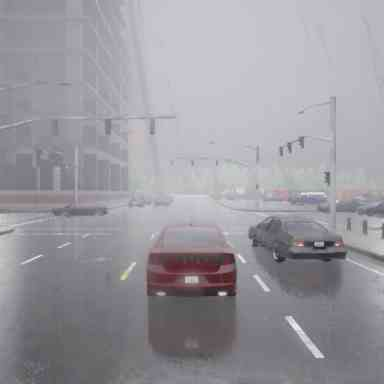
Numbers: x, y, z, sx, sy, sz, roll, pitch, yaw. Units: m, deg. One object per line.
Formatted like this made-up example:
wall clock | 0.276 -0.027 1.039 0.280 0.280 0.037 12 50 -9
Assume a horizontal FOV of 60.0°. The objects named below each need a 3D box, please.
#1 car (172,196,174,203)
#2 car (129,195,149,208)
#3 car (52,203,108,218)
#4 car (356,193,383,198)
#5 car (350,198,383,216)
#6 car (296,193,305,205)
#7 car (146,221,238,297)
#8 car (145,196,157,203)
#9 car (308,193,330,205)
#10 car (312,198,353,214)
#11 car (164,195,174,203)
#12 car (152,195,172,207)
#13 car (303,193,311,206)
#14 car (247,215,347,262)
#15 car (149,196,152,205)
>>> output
car | -4.743 1.547 61.166 2.033 1.411 5.357 0 0 0
car | -8.080 1.491 48.901 2.128 1.511 4.902 0 0 -1
car | -9.934 1.630 29.824 4.718 1.301 1.895 0 0 -16
car | 39.038 1.209 72.549 4.605 1.855 1.932 0 0 -1
car | 18.386 1.581 32.277 4.674 1.442 1.812 0 0 -1
car | 24.022 1.209 66.875 4.605 1.855 1.932 0 0 -1
car | -0.012 1.478 8.640 1.882 1.535 5.008 0 0 0
car | -8.294 1.564 68.076 1.994 1.385 4.181 0 0 -1
car | 24.118 1.451 61.297 3.806 1.475 1.970 0 0 -1
car | 16.281 1.603 35.773 5.357 1.411 2.033 0 0 -1
car | -4.830 1.500 71.286 1.837 1.490 4.892 0 0 -1
car | -4.611 1.477 51.209 1.882 1.535 5.008 0 0 -1
car | 24.095 1.419 64.192 3.905 1.438 1.784 0 0 -1
car | 3.477 1.547 12.076 2.033 1.411 5.357 0 0 -4
car | -8.208 1.352 58.114 2.097 1.767 4.553 0 0 -1
